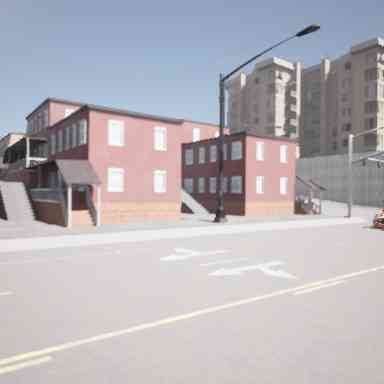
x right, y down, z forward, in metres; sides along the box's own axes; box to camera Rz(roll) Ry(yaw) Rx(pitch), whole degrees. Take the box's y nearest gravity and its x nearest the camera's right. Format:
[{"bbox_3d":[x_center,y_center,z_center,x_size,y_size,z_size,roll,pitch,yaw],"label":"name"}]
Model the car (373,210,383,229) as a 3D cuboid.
[{"bbox_3d":[14.335,1.624,22.718,4.553,1.767,2.097,1,0,-35],"label":"car"}]
